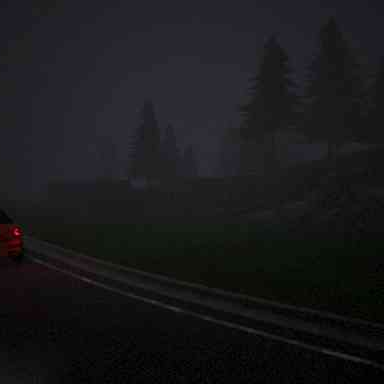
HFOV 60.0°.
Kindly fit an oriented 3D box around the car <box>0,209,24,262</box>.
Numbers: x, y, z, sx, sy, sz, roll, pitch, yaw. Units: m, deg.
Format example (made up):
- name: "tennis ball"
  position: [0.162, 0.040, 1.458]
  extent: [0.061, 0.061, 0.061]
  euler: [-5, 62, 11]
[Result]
- name: "car"
  position: [-7.249, 1.256, 10.870]
  extent: [2.097, 1.767, 4.553]
  euler: [0, 0, -45]
